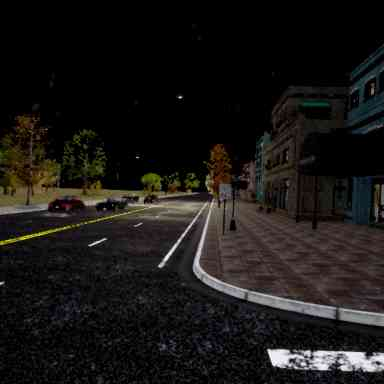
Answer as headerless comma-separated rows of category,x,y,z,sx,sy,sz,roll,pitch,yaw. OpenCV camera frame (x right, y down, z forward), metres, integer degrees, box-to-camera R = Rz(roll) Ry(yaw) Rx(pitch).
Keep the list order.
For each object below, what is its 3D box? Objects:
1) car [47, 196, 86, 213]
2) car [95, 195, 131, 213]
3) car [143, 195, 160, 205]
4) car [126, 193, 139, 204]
car,-11.028,1.058,29.530,1.994,1.385,4.181,2,0,4
car,-7.615,1.228,31.805,1.895,1.301,4.718,2,0,4
car,-6.165,1.180,50.982,1.837,1.490,4.892,2,0,4
car,-9.411,0.980,51.093,2.128,1.511,4.902,2,0,4
